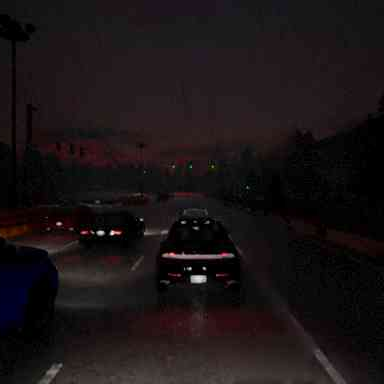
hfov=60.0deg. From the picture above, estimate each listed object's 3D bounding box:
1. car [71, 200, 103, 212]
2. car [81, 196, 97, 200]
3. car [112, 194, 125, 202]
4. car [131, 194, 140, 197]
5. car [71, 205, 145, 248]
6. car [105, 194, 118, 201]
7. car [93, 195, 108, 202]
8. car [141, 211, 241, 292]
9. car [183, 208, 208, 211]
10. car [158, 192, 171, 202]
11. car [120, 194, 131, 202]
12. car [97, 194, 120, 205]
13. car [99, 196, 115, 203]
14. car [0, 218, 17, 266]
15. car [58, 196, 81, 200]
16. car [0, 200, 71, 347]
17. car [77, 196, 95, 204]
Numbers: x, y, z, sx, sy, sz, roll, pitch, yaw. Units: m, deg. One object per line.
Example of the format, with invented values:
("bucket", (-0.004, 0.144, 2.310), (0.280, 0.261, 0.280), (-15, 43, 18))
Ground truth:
("car", (-6.923, 1.457, 19.590), (1.882, 1.535, 5.008), (0, 0, -2))
("car", (-17.216, 1.489, 56.998), (1.994, 1.385, 4.181), (0, 0, 1))
("car", (-17.004, 1.251, 77.109), (2.097, 1.767, 4.553), (0, 0, 0))
("car", (-13.524, 1.425, 74.114), (1.812, 1.442, 4.674), (0, 0, 0))
("car", (-3.326, 1.534, 14.694), (2.033, 1.411, 5.357), (0, 0, 0))
("car", (-20.452, 1.363, 84.794), (1.882, 1.535, 5.008), (0, 0, 0))
("car", (-20.521, 1.378, 74.575), (1.882, 1.535, 5.008), (0, 0, 0))
("car", (0.139, 1.487, 8.935), (2.128, 1.511, 4.902), (0, 0, 0))
("car", (0.205, 1.581, 19.453), (1.895, 1.301, 4.718), (0, 0, 0))
("car", (-6.515, 1.124, 75.254), (2.150, 2.045, 5.566), (0, 0, 0))
("car", (-13.631, 1.441, 64.092), (1.812, 1.442, 4.674), (0, 0, 1))
("car", (-13.740, 1.454, 55.029), (1.812, 1.442, 4.674), (0, 0, 1))
("car", (-17.073, 1.475, 66.975), (1.994, 1.385, 4.181), (0, 0, 0))
("car", (-6.864, 1.559, 8.990), (1.994, 1.385, 4.181), (0, 0, 1))
("car", (-20.725, 1.405, 55.299), (1.882, 1.535, 5.008), (0, 0, 2))
("car", (-3.384, 1.226, 3.389), (2.150, 2.045, 5.566), (0, 0, 0))
("car", (-20.603, 1.515, 64.632), (1.895, 1.301, 4.718), (0, 0, 1))
